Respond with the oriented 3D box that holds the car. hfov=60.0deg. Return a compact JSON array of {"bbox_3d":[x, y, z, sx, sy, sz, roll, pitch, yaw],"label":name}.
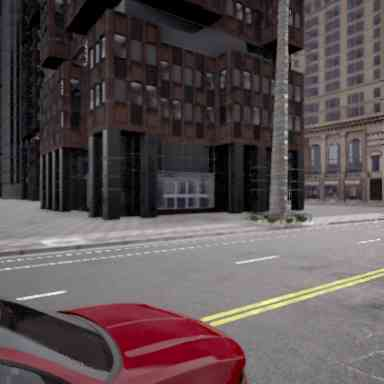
[{"bbox_3d":[-1.782,1.477,2.169,5.008,1.535,1.882,0,0,-36],"label":"car"}]
